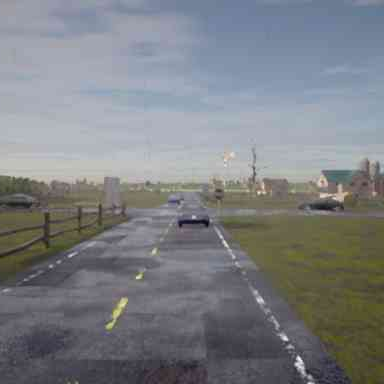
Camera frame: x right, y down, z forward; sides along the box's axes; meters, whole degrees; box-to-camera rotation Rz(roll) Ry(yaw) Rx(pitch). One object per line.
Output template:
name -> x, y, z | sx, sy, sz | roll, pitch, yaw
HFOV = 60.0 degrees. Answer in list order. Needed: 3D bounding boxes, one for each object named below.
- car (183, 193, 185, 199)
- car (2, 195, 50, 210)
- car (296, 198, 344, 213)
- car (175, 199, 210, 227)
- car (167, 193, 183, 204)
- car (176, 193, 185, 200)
car -> -2.701, 1.079, 66.330 | 1.994, 1.385, 4.181 | 0, 0, 0
car -> -17.188, 1.048, 34.119 | 4.892, 1.490, 1.837 | 1, 1, 1
car -> 14.029, 1.404, 36.516 | 5.008, 1.535, 1.882 | 1, 1, 1
car -> 0.047, 1.407, 21.418 | 1.994, 1.385, 4.181 | 0, 0, -2
car -> -2.758, 1.100, 51.666 | 1.882, 1.535, 5.008 | 0, 1, 0
car -> -2.691, 0.952, 78.534 | 2.128, 1.511, 4.902 | 0, 0, 0
